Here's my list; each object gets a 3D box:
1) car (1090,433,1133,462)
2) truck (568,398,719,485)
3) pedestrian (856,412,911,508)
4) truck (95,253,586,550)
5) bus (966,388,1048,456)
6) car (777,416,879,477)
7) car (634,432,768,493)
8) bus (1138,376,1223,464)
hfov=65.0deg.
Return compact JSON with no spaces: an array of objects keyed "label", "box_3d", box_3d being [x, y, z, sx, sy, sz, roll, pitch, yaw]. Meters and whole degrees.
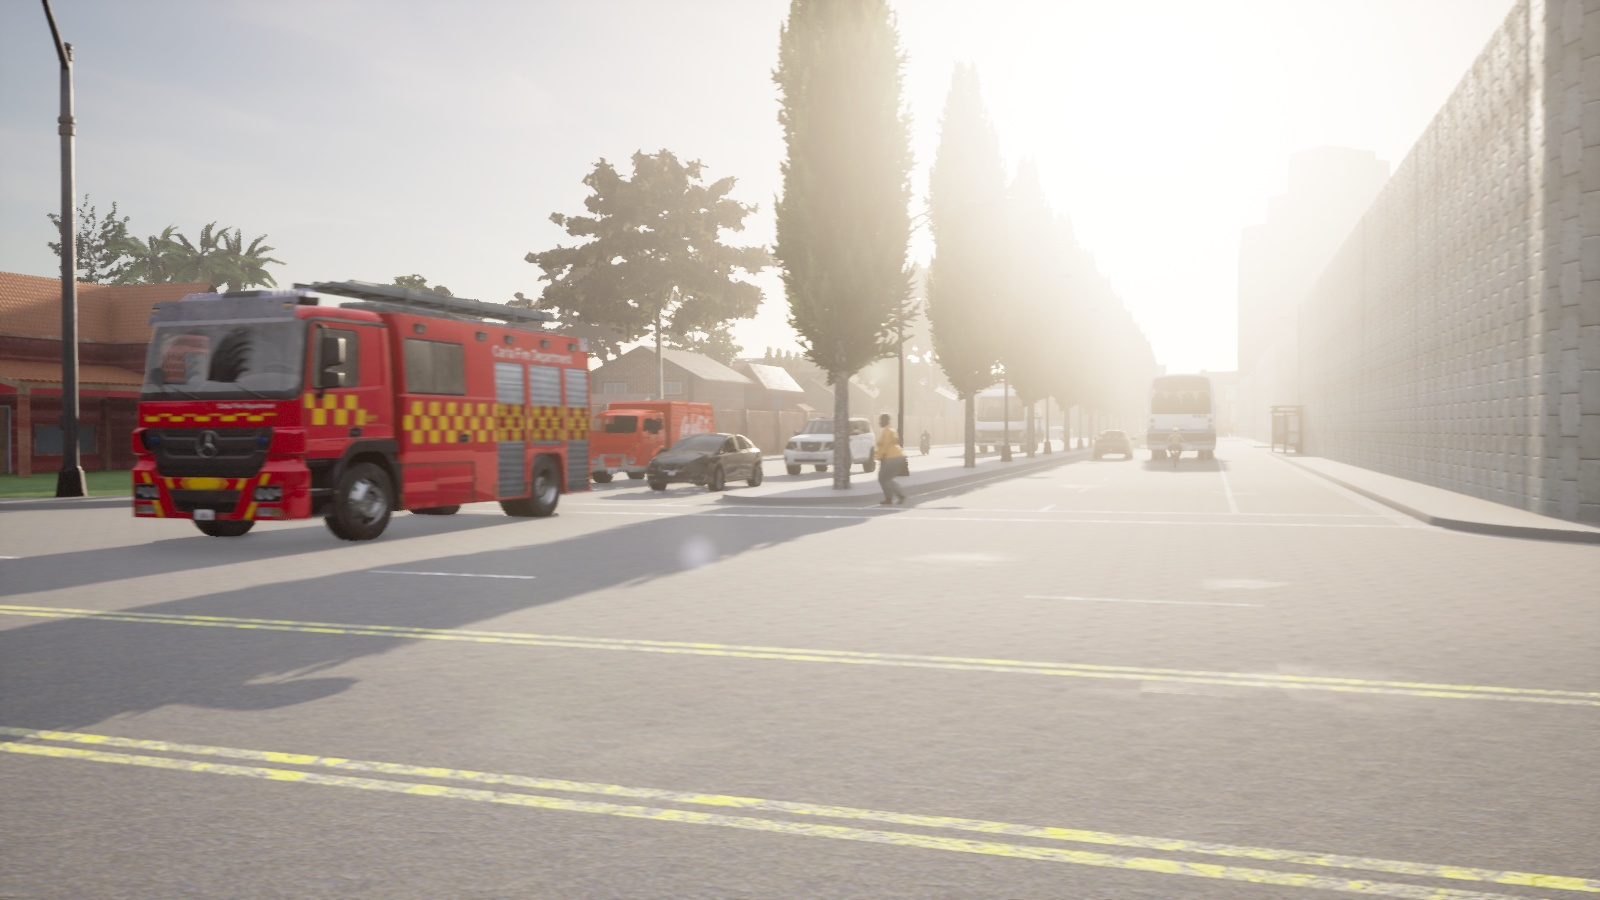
[{"label":"car","box_3d":[16.526,-0.170,66.414,1.837,1.490,4.892,1,1,18]},{"label":"truck","box_3d":[-4.676,-0.294,38.470,2.627,2.467,5.204,1,1,18]},{"label":"pedestrian","box_3d":[1.661,0.180,24.859,0.900,1.855,0.874,0,1,17]},{"label":"truck","box_3d":[-6.850,-0.694,20.635,2.891,3.827,8.468,1,1,19]},{"label":"bus","box_3d":[14.169,-1.857,84.954,3.944,4.253,10.273,1,1,18]},{"label":"car","box_3d":[1.097,-0.169,44.889,2.150,2.045,5.566,1,1,18]},{"label":"car","box_3d":[-2.557,0.282,33.691,1.837,1.490,4.892,1,1,18]},{"label":"bus","box_3d":[20.087,-1.532,66.007,3.944,4.253,10.273,1,1,18]}]
